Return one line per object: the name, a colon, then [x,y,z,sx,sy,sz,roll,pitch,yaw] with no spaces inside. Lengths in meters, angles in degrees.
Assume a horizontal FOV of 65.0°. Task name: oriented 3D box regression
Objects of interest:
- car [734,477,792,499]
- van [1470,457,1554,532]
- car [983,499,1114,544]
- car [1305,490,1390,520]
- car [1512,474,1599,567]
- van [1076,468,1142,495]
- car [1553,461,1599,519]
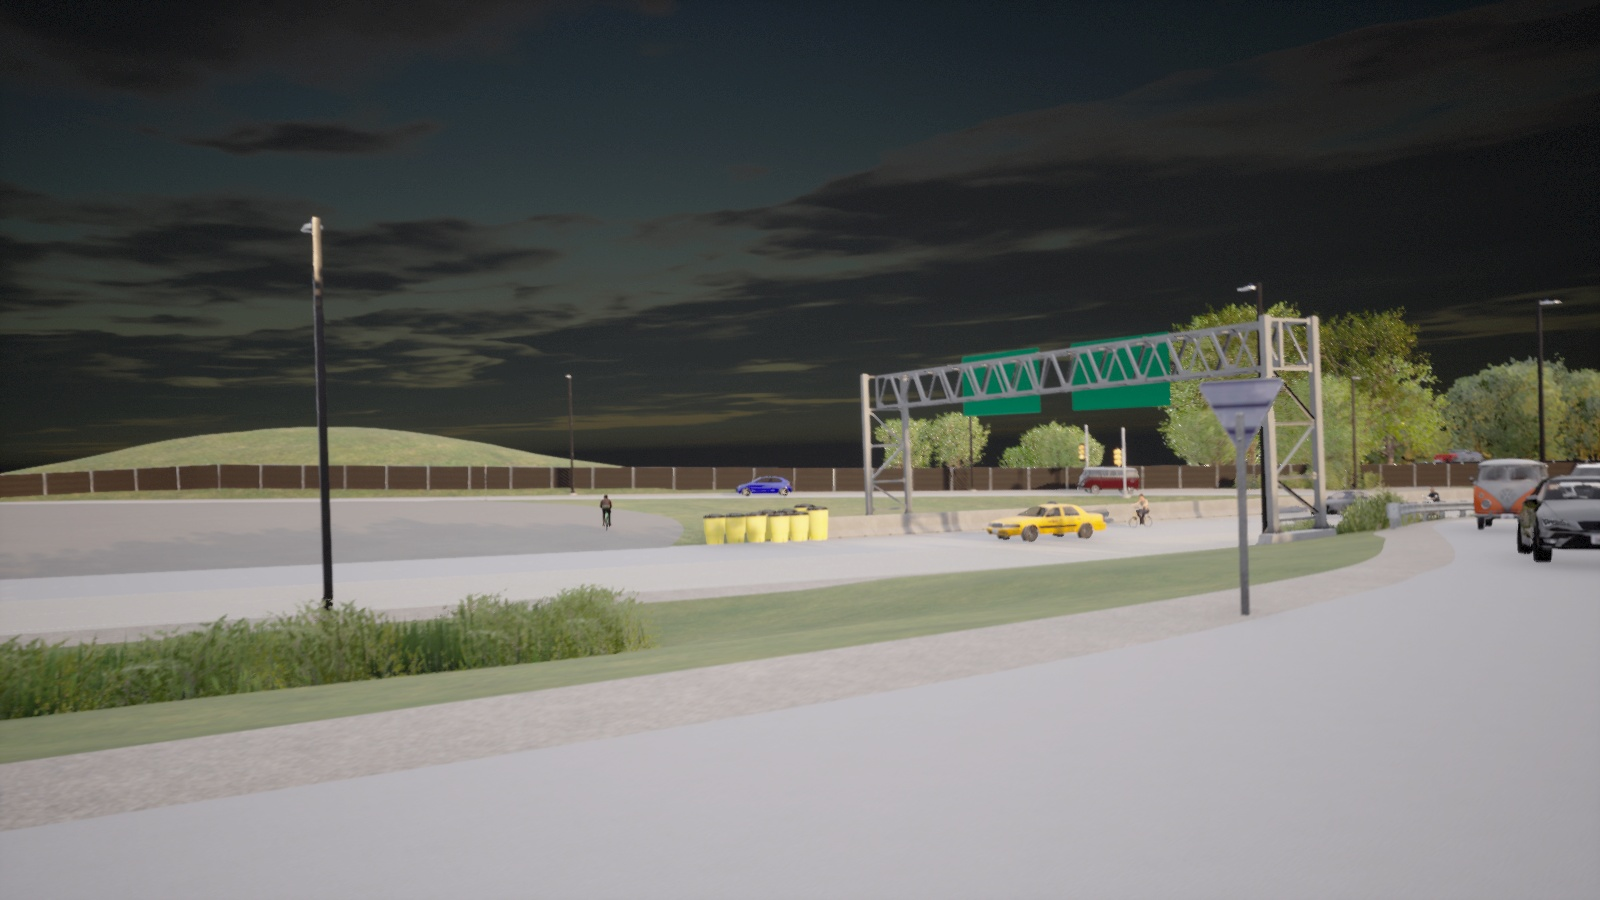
car: [-2.720,2.796,92.402,4.193,1.474,1.816,-1,0,-3]
van: [20.357,1.238,35.829,1.775,1.987,4.442,-2,-2,33]
car: [10.187,2.892,51.383,5.366,1.575,1.801,-1,0,-30]
car: [28.897,2.873,66.256,4.181,1.385,1.994,-1,0,-30]
car: [13.673,1.170,21.929,1.816,1.474,4.193,-1,-2,25]
van: [23.047,2.337,93.800,4.442,1.987,1.775,0,0,-3]
car: [29.763,1.455,46.463,2.150,2.045,5.566,-1,-2,43]
